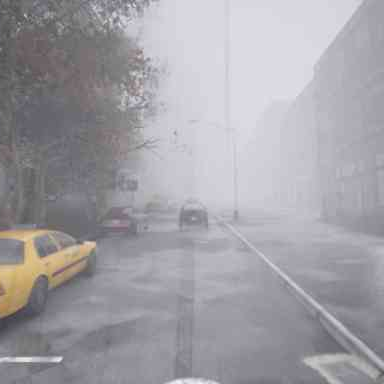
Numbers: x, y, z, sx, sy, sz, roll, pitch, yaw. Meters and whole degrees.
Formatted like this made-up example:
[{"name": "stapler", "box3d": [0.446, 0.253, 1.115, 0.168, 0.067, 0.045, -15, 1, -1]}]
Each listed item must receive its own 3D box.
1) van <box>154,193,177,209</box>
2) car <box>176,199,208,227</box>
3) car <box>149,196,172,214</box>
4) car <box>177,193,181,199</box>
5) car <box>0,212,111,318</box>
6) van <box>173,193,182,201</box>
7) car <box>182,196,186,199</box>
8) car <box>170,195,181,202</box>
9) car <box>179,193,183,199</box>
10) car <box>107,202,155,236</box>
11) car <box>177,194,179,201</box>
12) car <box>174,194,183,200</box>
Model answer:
[{"name": "van", "box3d": [-3.648, 1.249, 46.463, 1.878, 1.987, 4.442, 0, 0, 2]}, {"name": "car", "box3d": [0.102, 1.483, 22.993, 1.882, 1.535, 5.008, 0, 0, 0]}, {"name": "car", "box3d": [-3.652, 1.479, 35.201, 2.097, 1.535, 5.008, 0, 0, 2]}, {"name": "car", "box3d": [-3.652, 1.474, 57.481, 2.097, 1.535, 5.008, 0, 0, 2]}, {"name": "car", "box3d": [-3.646, 1.482, 7.536, 1.946, 1.575, 5.366, 0, 0, 2]}, {"name": "van", "box3d": [-3.647, 1.262, 85.457, 1.878, 1.987, 4.442, 0, 0, 2]}, {"name": "car", "box3d": [0.101, 1.544, 41.877, 2.033, 1.411, 5.357, 0, 0, 0]}, {"name": "car", "box3d": [-3.651, 1.522, 74.196, 2.002, 1.452, 4.674, 0, 0, 2]}, {"name": "car", "box3d": [-3.653, 1.354, 68.597, 2.185, 1.767, 4.553, 0, 0, 2]}, {"name": "car", "box3d": [-3.652, 1.516, 18.522, 2.163, 1.488, 4.792, 0, 0, 2]}, {"name": "car", "box3d": [-3.644, 1.471, 52.102, 1.946, 1.575, 5.366, 0, 0, 2]}, {"name": "car", "box3d": [-3.652, 1.365, 90.879, 2.185, 1.767, 4.553, 0, 0, 2]}]
